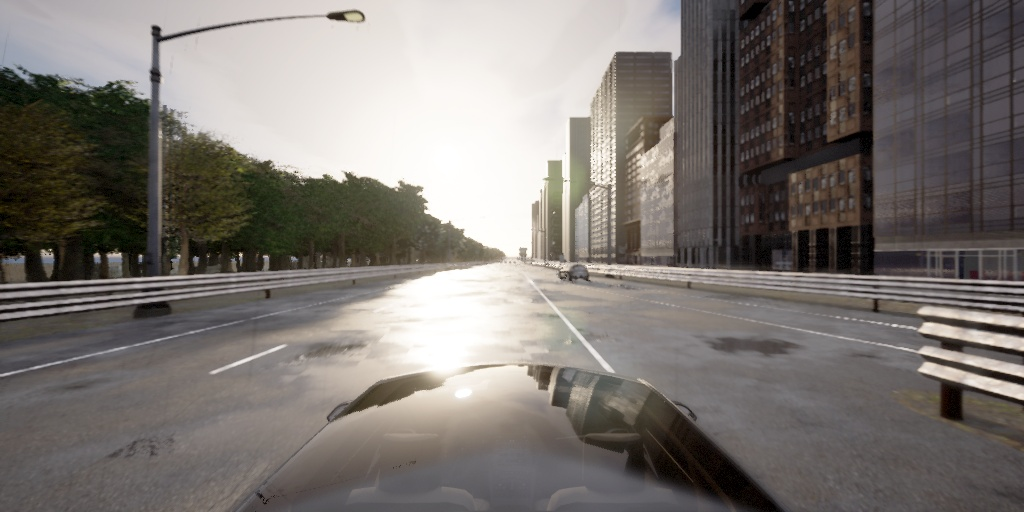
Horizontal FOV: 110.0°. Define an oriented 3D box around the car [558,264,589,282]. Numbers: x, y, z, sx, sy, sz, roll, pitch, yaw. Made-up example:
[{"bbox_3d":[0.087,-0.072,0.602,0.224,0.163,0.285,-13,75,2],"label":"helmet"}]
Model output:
[{"bbox_3d":[5.792,1.555,34.049,2.033,1.649,4.856,0,0,-8],"label":"car"}]
